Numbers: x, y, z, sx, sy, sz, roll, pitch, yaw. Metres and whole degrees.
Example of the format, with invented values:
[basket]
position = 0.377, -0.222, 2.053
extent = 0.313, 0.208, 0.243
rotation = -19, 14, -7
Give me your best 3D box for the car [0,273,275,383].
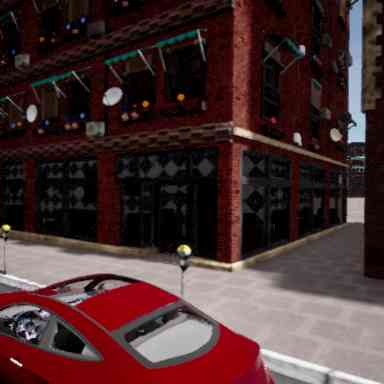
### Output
[car]
position = -1.224, 1.582, 3.583
extent = 4.206, 1.307, 1.802
rotation = 0, 1, 35
